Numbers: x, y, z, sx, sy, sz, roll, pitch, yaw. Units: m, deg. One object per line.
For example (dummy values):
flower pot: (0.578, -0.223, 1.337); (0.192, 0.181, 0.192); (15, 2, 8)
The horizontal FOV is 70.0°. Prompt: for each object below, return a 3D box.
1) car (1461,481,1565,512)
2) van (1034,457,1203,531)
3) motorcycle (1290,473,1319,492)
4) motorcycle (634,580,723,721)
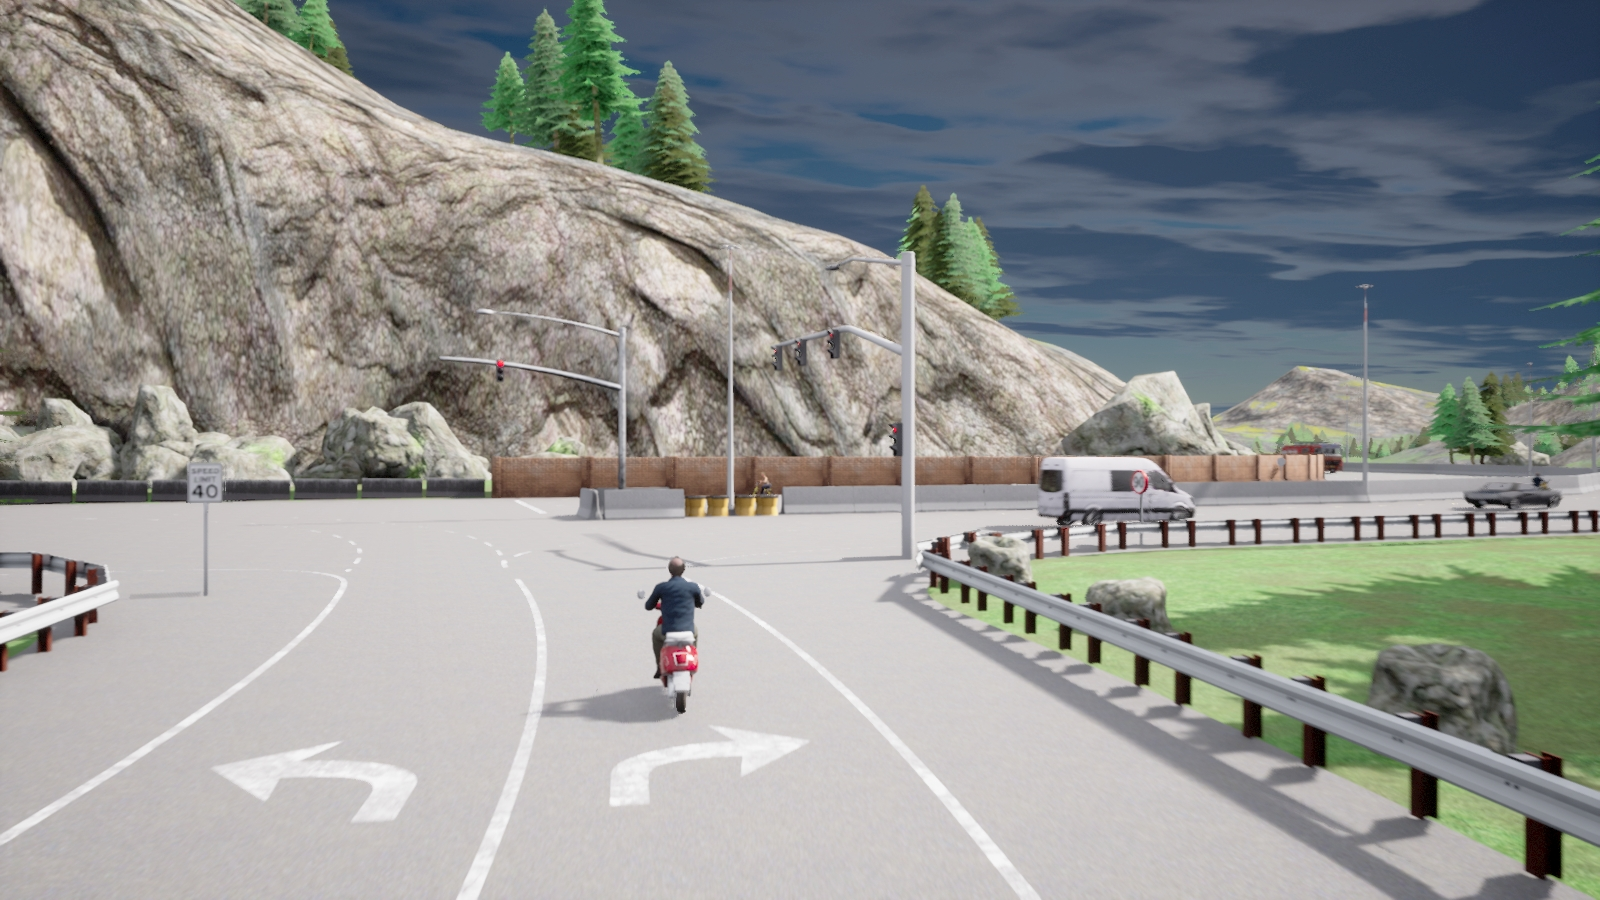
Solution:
car: (33.810, 2.166, 54.176); (4.718, 1.301, 1.895); (0, 0, -25)
van: (11.730, 1.545, 42.037); (5.915, 2.561, 1.988); (0, 0, -19)
motorcycle: (34.118, 2.199, 77.207); (1.805, 1.236, 0.856); (0, -2, -30)
motorcycle: (-1.392, 2.186, 12.785); (0.856, 1.236, 1.805); (0, 0, -10)
